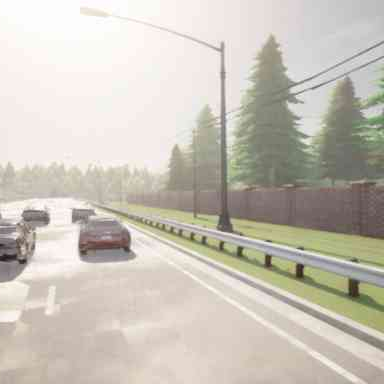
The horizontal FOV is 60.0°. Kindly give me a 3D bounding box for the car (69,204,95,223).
[{"bbox_3d":[-9.262,1.727,28.132,2.128,1.511,4.902,0,0,-21],"label":"car"}]

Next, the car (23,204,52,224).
[{"bbox_3d":[-12.526,1.754,26.870,2.128,1.511,4.902,0,0,-21],"label":"car"}]

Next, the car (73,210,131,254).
[{"bbox_3d":[-3.871,1.673,14.197,1.994,1.385,4.181,0,0,-21],"label":"car"}]

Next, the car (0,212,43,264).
[{"bbox_3d":[-6.770,1.676,11.959,2.033,1.411,5.357,0,0,-21],"label":"car"}]
